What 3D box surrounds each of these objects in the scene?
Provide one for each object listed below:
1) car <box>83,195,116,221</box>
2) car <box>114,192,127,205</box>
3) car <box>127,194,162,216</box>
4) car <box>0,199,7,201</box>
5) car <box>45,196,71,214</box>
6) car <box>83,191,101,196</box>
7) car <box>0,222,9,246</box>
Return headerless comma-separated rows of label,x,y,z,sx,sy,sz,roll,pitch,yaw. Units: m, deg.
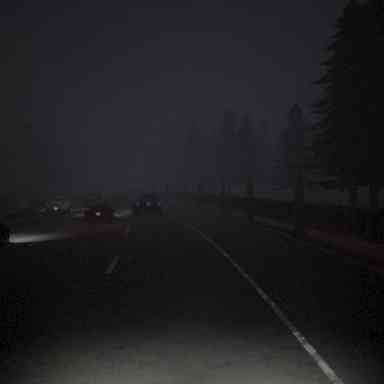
car,-6.365,1.150,22.945,1.812,1.442,4.674,0,1,-13
car,-9.119,0.781,42.329,1.882,1.535,5.008,0,1,-22
car,-3.768,0.906,26.772,2.097,1.767,4.553,0,1,-15
car,-26.851,0.854,47.619,1.895,1.301,4.718,-1,1,-24
car,-11.579,1.061,28.864,1.812,1.442,4.674,0,1,-17
car,-11.688,0.710,39.371,2.097,1.767,4.553,-1,1,-21
car,-7.780,1.355,10.935,1.812,1.442,4.674,0,1,-7
